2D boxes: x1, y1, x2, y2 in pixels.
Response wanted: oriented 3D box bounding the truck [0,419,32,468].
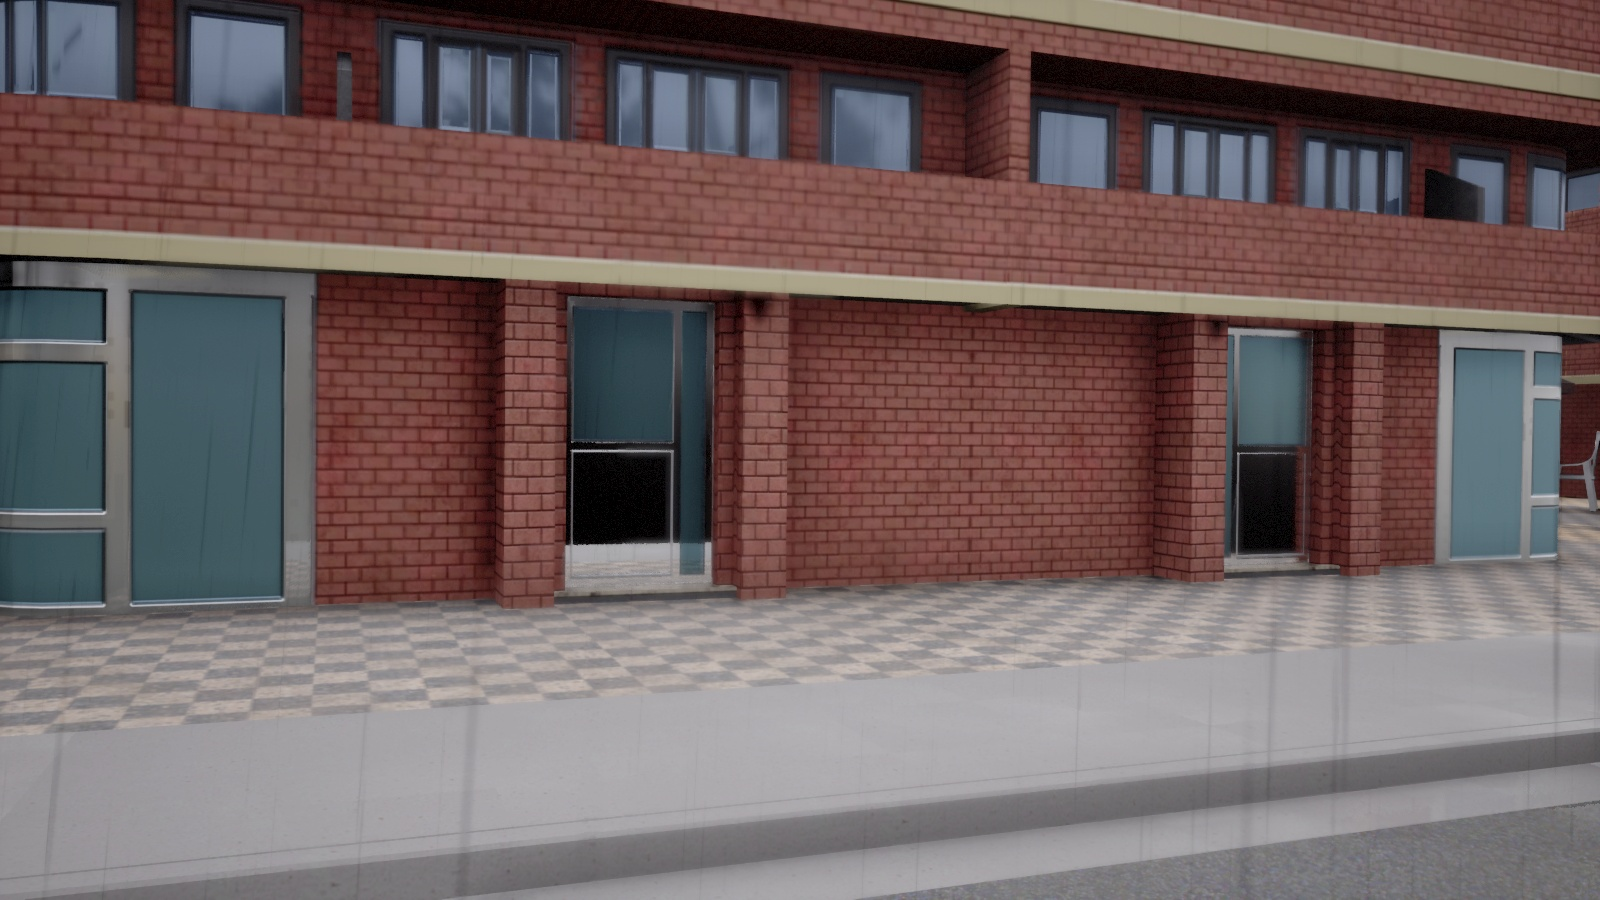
[{"bbox_3d":[-42.811,-0.345,66.585,2.627,2.467,5.204,-1,1,-22],"label":"truck"}]
